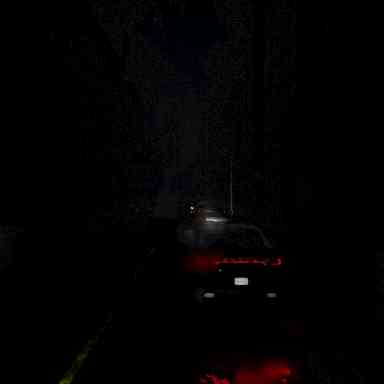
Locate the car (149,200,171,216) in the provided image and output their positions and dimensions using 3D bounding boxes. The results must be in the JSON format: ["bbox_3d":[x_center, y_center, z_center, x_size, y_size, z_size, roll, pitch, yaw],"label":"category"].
[{"bbox_3d":[-3.091,1.545,32.912,2.033,1.411,5.357,0,0,0],"label":"car"}]

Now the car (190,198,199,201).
[{"bbox_3d":[0.906,1.454,24.730,1.801,1.575,5.366,0,0,0],"label":"car"}]

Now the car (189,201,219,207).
[{"bbox_3d":[0.905,1.477,18.539,1.882,1.535,5.008,0,0,0],"label":"car"}]

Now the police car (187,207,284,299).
[{"bbox_3d":[0.902,1.425,8.650,1.930,1.638,5.238,0,0,0],"label":"police car"}]

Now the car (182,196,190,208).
[{"bbox_3d":[0.040,1.559,47.293,1.994,1.385,4.181,0,0,1],"label":"car"}]
